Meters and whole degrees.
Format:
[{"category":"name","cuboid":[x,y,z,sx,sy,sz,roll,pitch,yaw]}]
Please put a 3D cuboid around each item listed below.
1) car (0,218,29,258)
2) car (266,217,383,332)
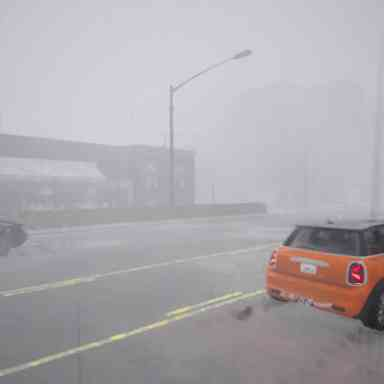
[{"category":"car","cuboid":[-8.219,1.512,11.202,4.902,1.511,2.128,0,0,-37]},{"category":"car","cuboid":[3.648,1.343,7.134,4.553,1.767,2.097,0,0,-40]}]
